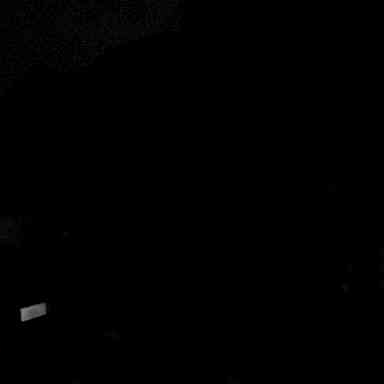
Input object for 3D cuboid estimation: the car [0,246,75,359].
[{"bbox_3d":[-3.710,1.568,5.463,4.313,1.339,1.947,0,0,36],"label":"car"}]
